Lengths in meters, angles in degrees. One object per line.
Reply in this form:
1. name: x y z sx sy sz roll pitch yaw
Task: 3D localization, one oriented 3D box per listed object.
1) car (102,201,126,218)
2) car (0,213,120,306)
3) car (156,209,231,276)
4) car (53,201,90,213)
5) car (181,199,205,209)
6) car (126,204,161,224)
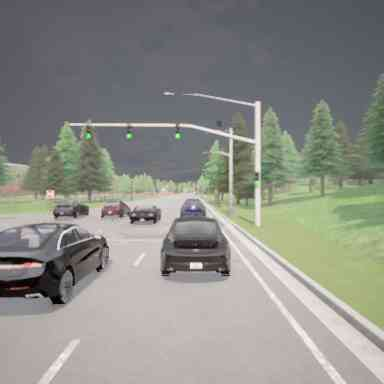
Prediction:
1. car: -6.904 1.542 30.274 1.812 1.442 4.674 0 0 0
2. car: -3.402 1.496 8.039 2.128 1.511 4.902 0 0 0
3. car: 0.098 1.511 10.380 1.837 1.490 4.892 0 0 0
4. car: -10.402 1.507 29.009 2.128 1.511 4.902 0 0 0
5. car: 0.098 1.368 29.512 2.097 1.767 4.553 0 0 0
6. car: -3.402 1.615 25.052 1.895 1.301 4.718 0 0 0
